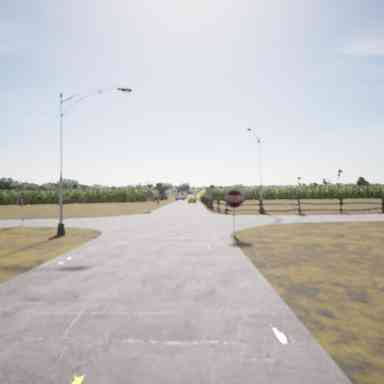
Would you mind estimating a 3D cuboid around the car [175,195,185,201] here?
[{"bbox_3d":[-2.719,1.343,76.882,1.812,1.442,4.674,0,0,0],"label":"car"}]

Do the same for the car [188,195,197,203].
[{"bbox_3d":[0.029,1.643,72.293,1.882,1.535,5.008,0,0,0],"label":"car"}]

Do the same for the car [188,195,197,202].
[{"bbox_3d":[0.033,1.608,82.716,2.128,1.511,4.902,0,-1,0],"label":"car"}]
